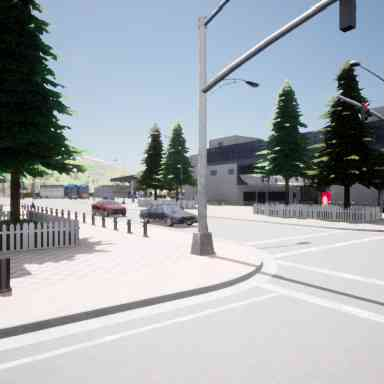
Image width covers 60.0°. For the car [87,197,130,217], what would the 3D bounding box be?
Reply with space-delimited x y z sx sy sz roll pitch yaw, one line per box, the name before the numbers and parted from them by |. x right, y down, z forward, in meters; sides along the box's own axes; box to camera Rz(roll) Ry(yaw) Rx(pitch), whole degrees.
car | -7.883 1.493 31.343 1.882 1.535 5.008 0 0 -37

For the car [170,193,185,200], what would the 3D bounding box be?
car | -3.866 1.113 85.958 1.932 1.855 4.605 0 0 -37

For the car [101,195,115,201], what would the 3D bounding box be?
car | -20.905 1.400 82.753 1.970 1.475 3.806 0 0 -37

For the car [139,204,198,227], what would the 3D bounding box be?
car | -1.790 1.563 23.252 2.033 1.411 5.357 0 0 -37

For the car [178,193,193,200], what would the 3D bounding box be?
car | -1.776 1.092 88.018 1.905 1.878 3.866 0 0 -37

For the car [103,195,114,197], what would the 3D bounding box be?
car | -18.887 1.389 75.015 1.845 1.501 3.633 0 0 -37
